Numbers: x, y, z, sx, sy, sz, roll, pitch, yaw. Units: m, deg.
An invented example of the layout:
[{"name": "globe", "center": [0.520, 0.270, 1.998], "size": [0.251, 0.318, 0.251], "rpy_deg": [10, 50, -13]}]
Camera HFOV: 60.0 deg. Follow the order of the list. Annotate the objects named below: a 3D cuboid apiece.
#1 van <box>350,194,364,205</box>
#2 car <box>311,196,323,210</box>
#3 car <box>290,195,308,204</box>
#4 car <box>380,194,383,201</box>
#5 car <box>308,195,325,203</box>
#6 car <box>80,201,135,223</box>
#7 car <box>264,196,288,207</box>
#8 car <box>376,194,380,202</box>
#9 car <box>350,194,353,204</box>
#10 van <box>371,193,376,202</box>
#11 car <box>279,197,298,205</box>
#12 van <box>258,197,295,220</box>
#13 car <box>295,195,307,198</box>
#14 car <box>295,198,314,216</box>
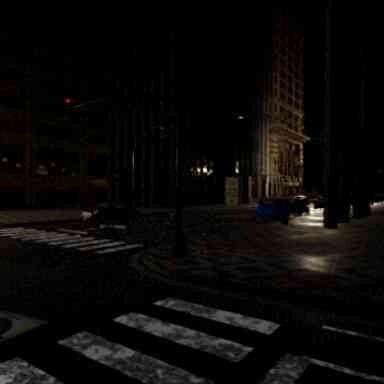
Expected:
[{"name": "van", "center": [29.416, 1.324, 59.196], "size": [1.690, 1.788, 3.998], "rpy_deg": [1, 0, 36]}, {"name": "car", "center": [16.644, 1.426, 41.573], "size": [1.967, 1.590, 4.097], "rpy_deg": [1, 1, 36]}, {"name": "car", "center": [19.316, 1.319, 59.788], "size": [1.967, 1.590, 4.097], "rpy_deg": [1, 0, 36]}, {"name": "car", "center": [42.186, 1.529, 76.822], "size": [1.887, 1.381, 4.507], "rpy_deg": [1, 0, 36]}, {"name": "car", "center": [25.700, 1.430, 68.600], "size": [2.008, 1.369, 4.403], "rpy_deg": [1, 0, 36]}, {"name": "car", "center": [-6.223, 1.375, 24.545], "size": [1.967, 1.590, 4.097], "rpy_deg": [1, 1, 36]}, {"name": "car", "center": [12.931, 1.424, 50.978], "size": [1.887, 1.381, 4.507], "rpy_deg": [1, 1, 36]}, {"name": "car", "center": [38.993, 1.550, 72.416], "size": [1.947, 1.339, 4.313], "rpy_deg": [1, 0, 36]}, {"name": "car", "center": [26.224, 1.298, 54.790], "size": [2.192, 1.841, 5.009], "rpy_deg": [1, 0, 36]}, {"name": "van", "center": [35.802, 1.325, 68.008], "size": [1.690, 1.788, 3.998], "rpy_deg": [1, 0, 36]}, {"name": "car", "center": [16.122, 1.461, 55.384], "size": [1.802, 1.307, 4.206], "rpy_deg": [1, 0, 36]}, {"name": "van", "center": [7.068, 1.357, 28.354], "size": [1.690, 1.788, 3.998], "rpy_deg": [1, 1, 36]}, {"name": "car", "center": [16.686, 1.404, 51.451], "size": [2.128, 1.511, 4.902], "rpy_deg": [1, 1, 36]}, {"name": "car", "center": [10.259, 1.587, 32.763], "size": [1.802, 1.307, 4.206], "rpy_deg": [1, 1, 36]}]
